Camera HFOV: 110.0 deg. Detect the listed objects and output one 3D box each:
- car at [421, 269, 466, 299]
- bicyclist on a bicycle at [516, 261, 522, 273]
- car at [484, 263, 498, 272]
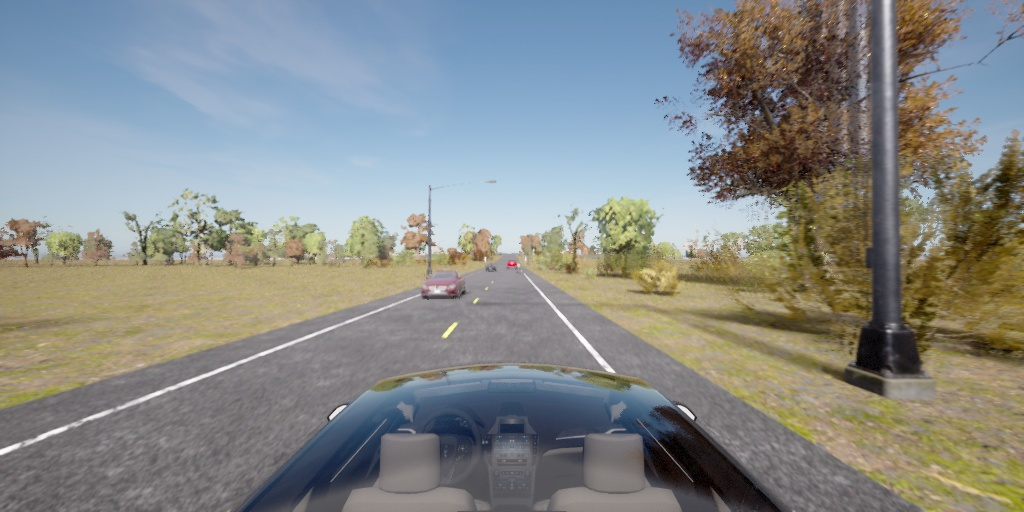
[{"bbox_3d":[-3.599,1.475,19.586,1.812,1.442,4.674,0,-1,0],"label":"car"},{"bbox_3d":[0.963,1.714,50.242,0.866,1.612,1.509,0,-1,0],"label":"bicyclist on a bicycle"},{"bbox_3d":[-3.533,1.893,60.991,1.837,1.490,4.892,0,-1,1],"label":"car"}]
